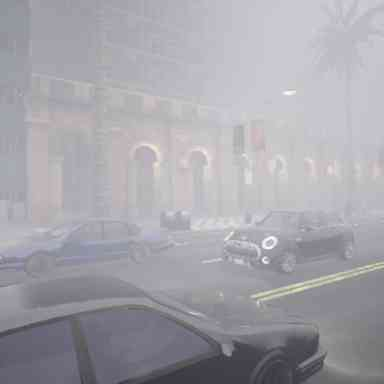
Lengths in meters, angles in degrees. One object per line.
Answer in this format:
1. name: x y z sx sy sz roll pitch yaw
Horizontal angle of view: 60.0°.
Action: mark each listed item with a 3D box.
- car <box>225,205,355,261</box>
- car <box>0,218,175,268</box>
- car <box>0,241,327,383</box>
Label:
1. car: 3.123 1.333 10.519 4.553 1.767 2.097 0 0 -35
2. car: -3.151 1.541 10.343 5.357 1.411 2.033 0 0 -36
3. car: -1.066 1.546 2.988 5.357 1.411 2.033 0 0 -36
